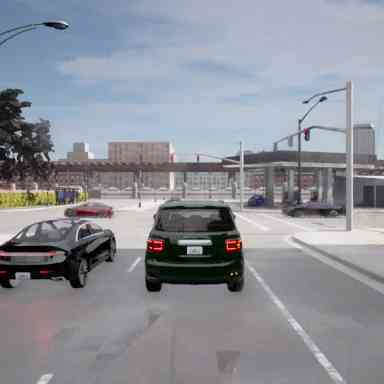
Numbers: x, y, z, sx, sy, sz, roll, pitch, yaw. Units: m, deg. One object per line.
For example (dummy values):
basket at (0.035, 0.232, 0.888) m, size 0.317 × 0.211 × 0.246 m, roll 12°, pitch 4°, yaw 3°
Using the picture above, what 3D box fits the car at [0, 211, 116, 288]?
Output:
car at (-3.436, 1.492, 9.194) m, size 2.128 × 1.511 × 4.902 m, roll 0°, pitch 0°, yaw 0°

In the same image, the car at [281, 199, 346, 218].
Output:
car at (10.669, 1.547, 29.145) m, size 5.357 × 1.411 × 2.033 m, roll 0°, pitch 0°, yaw -1°

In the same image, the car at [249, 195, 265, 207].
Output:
car at (9.624, 1.295, 49.301) m, size 2.242 × 1.667 × 4.611 m, roll 0°, pitch 0°, yaw 0°

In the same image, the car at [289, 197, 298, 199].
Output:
car at (15.368, 1.456, 50.073) m, size 1.970 × 1.475 × 3.806 m, roll 0°, pitch 0°, yaw 0°

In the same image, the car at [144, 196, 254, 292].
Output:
car at (0.069, 1.221, 9.112) m, size 2.150 × 2.045 × 5.566 m, roll 0°, pitch 0°, yaw 0°

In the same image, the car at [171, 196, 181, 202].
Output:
car at (-3.630, 1.552, 74.542) m, size 1.994 × 1.385 × 4.181 m, roll 0°, pitch 0°, yaw 0°

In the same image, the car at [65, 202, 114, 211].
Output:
car at (-8.959, 1.564, 29.178) m, size 4.181 × 1.385 × 1.994 m, roll 0°, pitch 0°, yaw 1°
